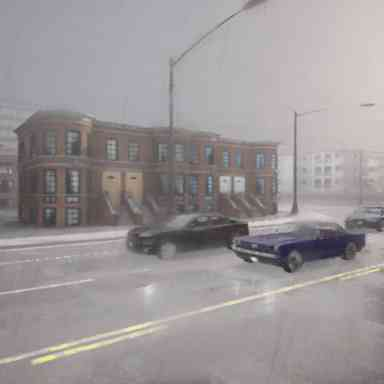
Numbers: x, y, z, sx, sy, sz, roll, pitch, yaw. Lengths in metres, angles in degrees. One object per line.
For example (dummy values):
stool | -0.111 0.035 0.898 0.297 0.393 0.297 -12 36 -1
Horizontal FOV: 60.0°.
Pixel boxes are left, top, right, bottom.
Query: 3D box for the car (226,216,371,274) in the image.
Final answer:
car | 3.598 1.634 10.837 4.718 1.301 1.895 0 0 -35

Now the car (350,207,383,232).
car | 11.281 1.642 20.858 4.181 1.385 1.994 0 0 -43

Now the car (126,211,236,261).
car | -0.002 1.504 12.570 5.008 1.535 1.882 1 0 -35
